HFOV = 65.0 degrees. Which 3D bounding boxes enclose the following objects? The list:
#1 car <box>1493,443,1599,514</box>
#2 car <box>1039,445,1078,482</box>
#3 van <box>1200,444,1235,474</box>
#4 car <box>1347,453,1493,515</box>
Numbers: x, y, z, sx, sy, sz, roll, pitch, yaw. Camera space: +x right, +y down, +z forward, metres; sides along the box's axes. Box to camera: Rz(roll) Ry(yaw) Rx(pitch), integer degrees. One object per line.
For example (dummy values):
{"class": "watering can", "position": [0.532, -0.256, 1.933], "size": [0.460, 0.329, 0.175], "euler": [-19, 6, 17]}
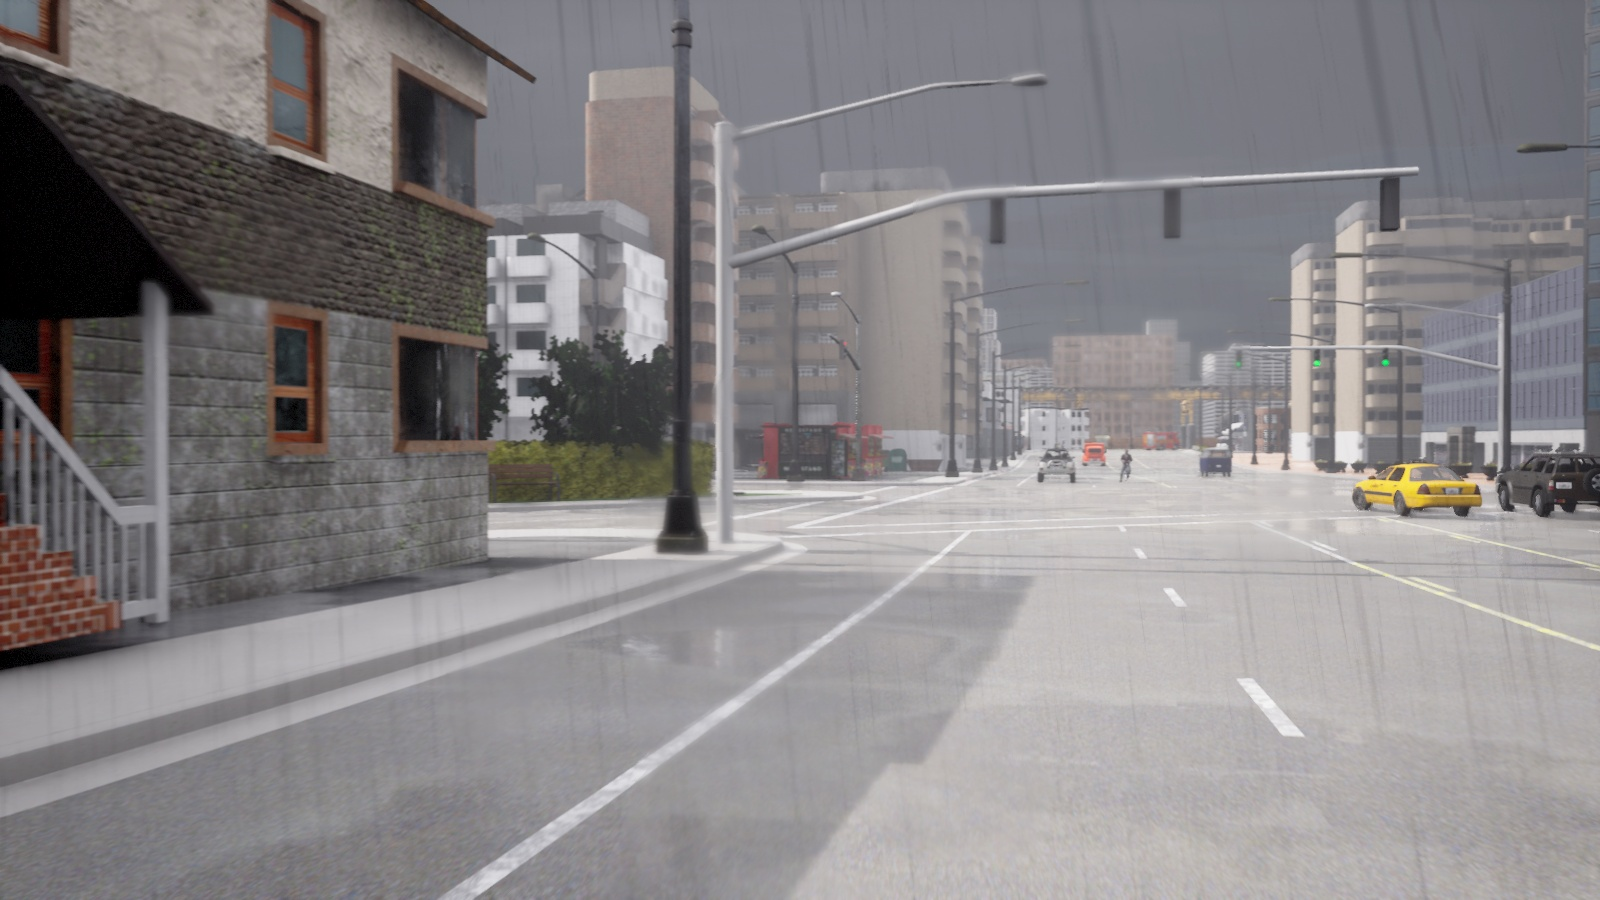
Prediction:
{"class": "car", "position": [21.460, 0.755, 35.603], "size": [1.932, 1.855, 4.605], "euler": [0, 0, 12]}
{"class": "car", "position": [13.547, 0.680, 65.728], "size": [1.932, 1.855, 4.605], "euler": [0, 0, 12]}
{"class": "van", "position": [28.643, 0.628, 86.241], "size": [1.775, 1.987, 4.442], "euler": [0, 0, 12]}
{"class": "car", "position": [17.654, 0.904, 36.065], "size": [1.801, 1.575, 5.366], "euler": [-1, 0, 3]}
